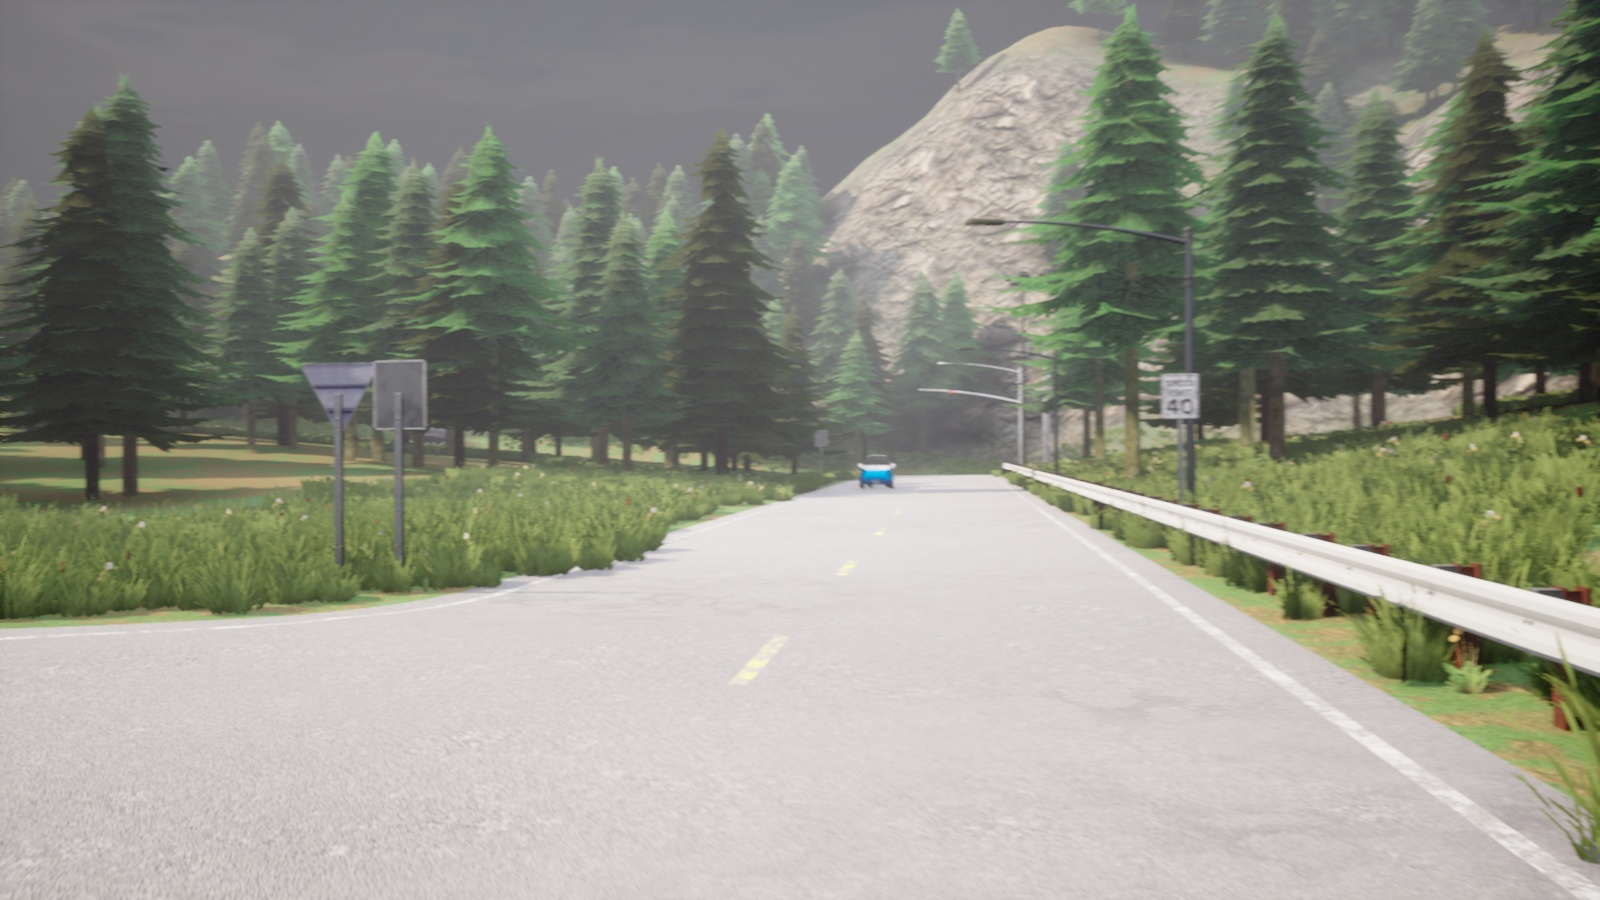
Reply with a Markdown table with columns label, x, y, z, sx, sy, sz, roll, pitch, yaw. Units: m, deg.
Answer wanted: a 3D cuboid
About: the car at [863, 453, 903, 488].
| label | x | y | z | sx | sy | sz | roll | pitch | yaw |
| --- | --- | --- | --- | --- | --- | --- | --- | --- | --- |
| car | 3.380 | 0.836 | 51.164 | 1.481 | 1.376 | 2.207 | 0 | 0 | 7 |
